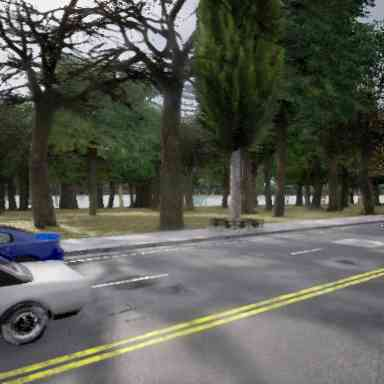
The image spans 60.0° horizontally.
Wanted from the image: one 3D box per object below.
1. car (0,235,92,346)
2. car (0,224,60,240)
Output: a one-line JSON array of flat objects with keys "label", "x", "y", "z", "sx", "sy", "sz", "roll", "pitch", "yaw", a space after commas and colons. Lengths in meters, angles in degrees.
[{"label": "car", "x": -4.047, "y": 1.601, "z": 4.790, "sx": 4.718, "sy": 1.301, "sz": 1.895, "roll": 0, "pitch": 0, "yaw": -36}, {"label": "car", "x": -5.604, "y": 1.478, "z": 7.672, "sx": 5.008, "sy": 1.535, "sz": 1.882, "roll": 0, "pitch": 0, "yaw": -36}]
